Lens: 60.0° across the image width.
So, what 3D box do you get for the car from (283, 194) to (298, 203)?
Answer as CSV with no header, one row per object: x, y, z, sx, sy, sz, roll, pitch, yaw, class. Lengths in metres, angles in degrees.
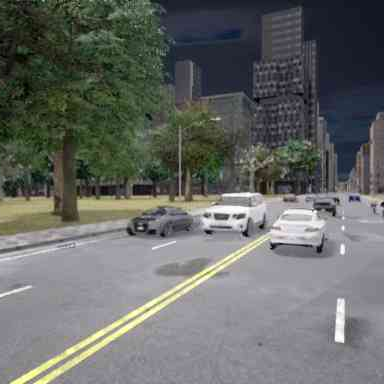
16.474,1.039,55.756,1.882,1.535,5.008,0,0,25,car

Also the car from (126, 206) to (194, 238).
-1.475,1.411,16.681,1.994,1.385,4.181,0,1,25,car

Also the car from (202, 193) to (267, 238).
2.424,1.063,17.381,2.150,2.045,5.566,0,1,25,car

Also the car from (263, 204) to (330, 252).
4.337,1.403,13.277,1.812,1.442,4.674,0,1,25,car

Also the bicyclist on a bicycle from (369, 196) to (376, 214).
16.687,1.181,30.518,0.866,1.612,1.509,0,0,25,bicyclist on a bicycle

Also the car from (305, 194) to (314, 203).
20.307,1.087,56.297,1.812,1.442,4.674,0,0,25,car

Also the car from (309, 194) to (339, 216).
11.908,1.252,29.798,1.837,1.490,4.892,0,0,25,car

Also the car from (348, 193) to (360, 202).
30.289,1.009,62.106,1.882,1.535,5.008,0,0,25,car

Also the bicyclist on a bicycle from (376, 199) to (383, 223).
12.754,1.179,21.938,0.659,1.776,1.843,0,1,25,bicyclist on a bicycle
